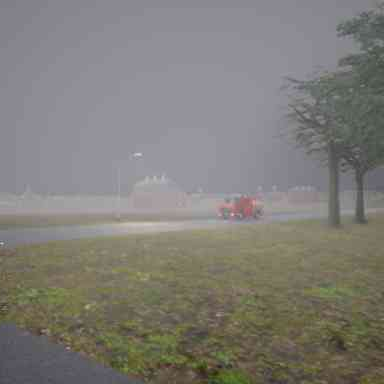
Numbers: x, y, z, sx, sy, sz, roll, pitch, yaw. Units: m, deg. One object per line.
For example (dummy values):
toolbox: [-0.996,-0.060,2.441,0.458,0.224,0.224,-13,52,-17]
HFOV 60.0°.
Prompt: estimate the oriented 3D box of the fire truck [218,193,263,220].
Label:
fire truck: [7.341,2.079,49.298,2.891,3.827,8.468,-1,-3,39]
